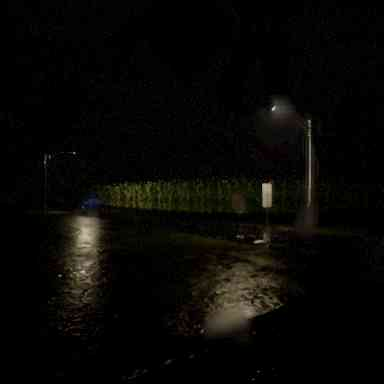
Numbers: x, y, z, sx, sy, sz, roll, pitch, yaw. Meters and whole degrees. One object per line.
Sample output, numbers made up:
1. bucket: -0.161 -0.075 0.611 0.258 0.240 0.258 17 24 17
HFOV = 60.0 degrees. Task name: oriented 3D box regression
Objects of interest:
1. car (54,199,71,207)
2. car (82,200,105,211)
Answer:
1. car: -22.894 1.890 58.874 1.812 1.442 4.674 0 0 -37
2. car: -13.709 1.782 46.342 1.882 1.535 5.008 0 0 -36
